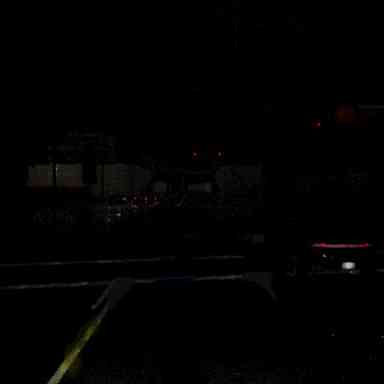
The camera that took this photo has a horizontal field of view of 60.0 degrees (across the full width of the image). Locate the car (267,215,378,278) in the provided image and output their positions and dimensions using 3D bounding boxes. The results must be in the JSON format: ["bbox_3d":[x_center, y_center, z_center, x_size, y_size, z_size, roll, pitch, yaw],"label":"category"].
[{"bbox_3d":[3.589,1.446,10.040,2.128,1.511,4.902,0,0,0],"label":"car"}]

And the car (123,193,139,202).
[{"bbox_3d":[-10.575,0.963,58.142,1.994,1.385,4.181,0,1,1],"label":"car"}]

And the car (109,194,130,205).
[{"bbox_3d":[-10.578,1.039,47.686,1.837,1.490,4.892,0,1,0],"label":"car"}]

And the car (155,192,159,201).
[{"bbox_3d":[-7.078,0.735,58.924,2.097,1.767,4.553,0,1,0],"label":"car"}]

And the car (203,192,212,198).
[{"bbox_3d":[3.430,0.622,73.656,1.994,1.385,4.181,0,1,0],"label":"car"}]

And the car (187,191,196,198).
[{"bbox_3d":[-0.070,0.574,73.652,1.837,1.490,4.892,0,1,0],"label":"car"}]

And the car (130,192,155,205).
[{"bbox_3d":[-7.083,0.881,47.778,2.097,1.767,4.553,0,1,0],"label":"car"}]
